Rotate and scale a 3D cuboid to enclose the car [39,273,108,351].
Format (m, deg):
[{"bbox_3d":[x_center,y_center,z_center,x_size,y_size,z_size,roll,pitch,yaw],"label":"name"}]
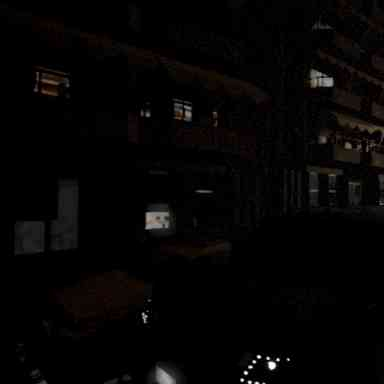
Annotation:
[{"bbox_3d":[-0.111,1.556,6.082,4.829,1.417,1.752,0,1,-38],"label":"car"}]

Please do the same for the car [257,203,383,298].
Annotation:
[{"bbox_3d":[4.405,1.330,9.562,5.009,1.841,2.192,0,1,-38],"label":"car"}]

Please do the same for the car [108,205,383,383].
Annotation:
[{"bbox_3d":[1.969,1.233,4.470,5.566,2.045,2.150,0,-1,-38],"label":"car"}]
